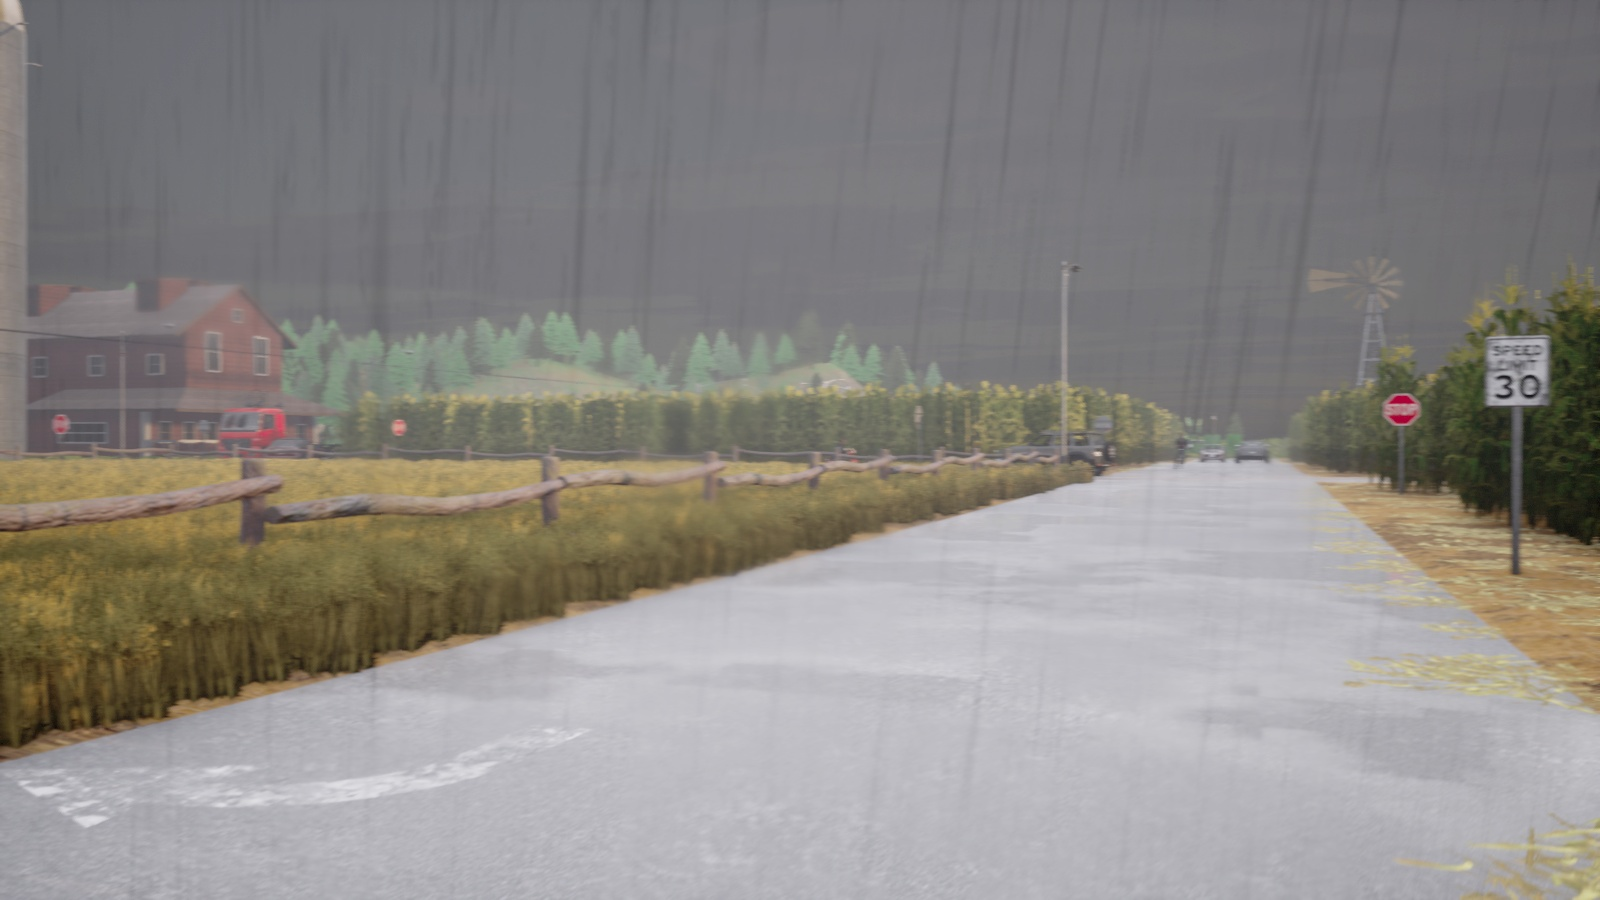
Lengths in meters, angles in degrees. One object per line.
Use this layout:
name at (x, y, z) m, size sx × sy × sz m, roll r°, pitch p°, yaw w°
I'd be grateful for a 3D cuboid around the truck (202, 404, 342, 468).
truck at (-30.447, -0.784, 72.813) m, size 2.891 × 3.462 × 7.936 m, roll 0°, pitch 0°, yaw 19°

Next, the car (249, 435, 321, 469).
car at (-28.033, 0.092, 68.460) m, size 2.097 × 1.767 × 4.553 m, roll 0°, pitch 0°, yaw -1°

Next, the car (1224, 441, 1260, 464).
car at (26.658, 0.166, 75.730) m, size 1.994 × 1.385 × 4.181 m, roll 0°, pitch 0°, yaw 20°

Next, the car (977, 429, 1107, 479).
car at (9.487, 0.168, 49.305) m, size 4.605 × 1.855 × 1.932 m, roll -1°, pitch 0°, yaw 36°
